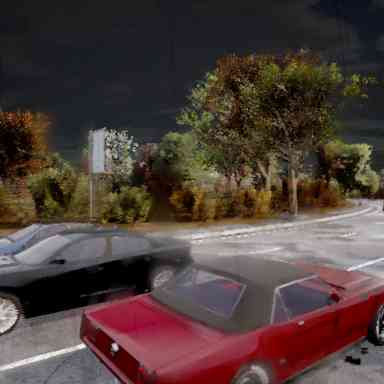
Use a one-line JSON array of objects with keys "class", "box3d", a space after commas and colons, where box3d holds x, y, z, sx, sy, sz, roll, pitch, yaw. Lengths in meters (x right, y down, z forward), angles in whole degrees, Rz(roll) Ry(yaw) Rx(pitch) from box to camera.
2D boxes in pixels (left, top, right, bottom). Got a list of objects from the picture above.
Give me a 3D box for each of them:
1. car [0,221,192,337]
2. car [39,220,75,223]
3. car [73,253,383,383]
[{"class": "car", "box3d": [-2.266, 1.494, 6.820, 5.008, 1.535, 1.882, 0, 0, -37]}, {"class": "car", "box3d": [-4.017, 1.572, 9.831, 5.357, 1.411, 2.033, 0, 0, -37]}, {"class": "car", "box3d": [1.061, 1.609, 4.657, 4.718, 1.301, 1.895, 0, 0, -37]}]
